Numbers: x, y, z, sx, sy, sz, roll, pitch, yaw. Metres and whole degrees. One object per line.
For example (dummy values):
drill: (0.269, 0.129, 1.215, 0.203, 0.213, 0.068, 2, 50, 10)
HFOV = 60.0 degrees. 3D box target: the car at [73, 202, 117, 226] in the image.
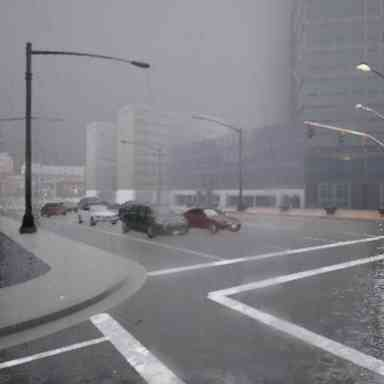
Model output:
car: (-7.341, 1.746, 25.678, 1.812, 1.442, 4.674, 0, -1, -36)

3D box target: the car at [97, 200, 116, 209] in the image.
car: (-15.778, 2.255, 61.468, 1.812, 1.442, 4.674, 0, -1, -36)

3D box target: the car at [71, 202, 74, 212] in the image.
car: (-16.547, 2.024, 44.411, 1.837, 1.490, 4.892, 0, -1, -35)

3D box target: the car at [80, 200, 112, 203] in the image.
car: (-10.460, 1.875, 35.954, 1.837, 1.490, 4.892, 0, -1, -36)

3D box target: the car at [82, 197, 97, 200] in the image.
car: (-18.346, 1.939, 59.050, 2.150, 2.045, 5.566, 0, -1, -36)

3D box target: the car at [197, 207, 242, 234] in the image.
car: (0.959, 1.650, 20.217, 1.812, 1.442, 4.674, 0, -1, -36)

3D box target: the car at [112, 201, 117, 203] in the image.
car: (-4.483, 1.718, 27.720, 2.128, 1.511, 4.902, 0, -1, -36)

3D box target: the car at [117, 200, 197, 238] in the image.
car: (-2.078, 1.470, 18.442, 2.097, 1.767, 4.553, 0, -1, -36)

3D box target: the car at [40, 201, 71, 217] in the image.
car: (-15.237, 1.937, 36.583, 1.812, 1.442, 4.674, 0, -1, -36)

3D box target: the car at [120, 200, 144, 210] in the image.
car: (-9.645, 2.086, 53.026, 1.837, 1.490, 4.892, 0, -1, -36)
